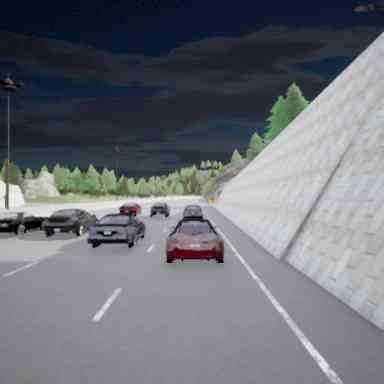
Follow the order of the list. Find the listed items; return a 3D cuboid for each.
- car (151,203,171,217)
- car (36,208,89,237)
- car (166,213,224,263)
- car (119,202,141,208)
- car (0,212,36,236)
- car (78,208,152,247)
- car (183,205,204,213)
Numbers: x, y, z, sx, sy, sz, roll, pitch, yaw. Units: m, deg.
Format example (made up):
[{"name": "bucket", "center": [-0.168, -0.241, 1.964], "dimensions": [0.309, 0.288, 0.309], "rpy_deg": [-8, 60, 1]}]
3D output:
[{"name": "car", "center": [-3.399, 1.921, 36.231], "dimensions": [1.837, 1.490, 4.892], "rpy_deg": [0, -1, 0]}, {"name": "car", "center": [-6.899, 1.729, 19.437], "dimensions": [1.837, 1.490, 4.892], "rpy_deg": [0, -1, 0]}, {"name": "car", "center": [0.101, 1.710, 12.642], "dimensions": [1.994, 1.385, 4.181], "rpy_deg": [0, -1, 0]}, {"name": "car", "center": [-6.897, 1.910, 37.599], "dimensions": [1.882, 1.535, 5.008], "rpy_deg": [0, -1, 0]}, {"name": "car", "center": [-10.399, 1.830, 19.860], "dimensions": [1.895, 1.301, 4.718], "rpy_deg": [0, -1, 0]}, {"name": "car", "center": [-3.399, 1.731, 15.890], "dimensions": [2.033, 1.411, 5.357], "rpy_deg": [0, -1, 0]}, {"name": "car", "center": [0.102, 1.901, 30.799], "dimensions": [2.033, 1.411, 5.357], "rpy_deg": [0, -1, 0]}]
